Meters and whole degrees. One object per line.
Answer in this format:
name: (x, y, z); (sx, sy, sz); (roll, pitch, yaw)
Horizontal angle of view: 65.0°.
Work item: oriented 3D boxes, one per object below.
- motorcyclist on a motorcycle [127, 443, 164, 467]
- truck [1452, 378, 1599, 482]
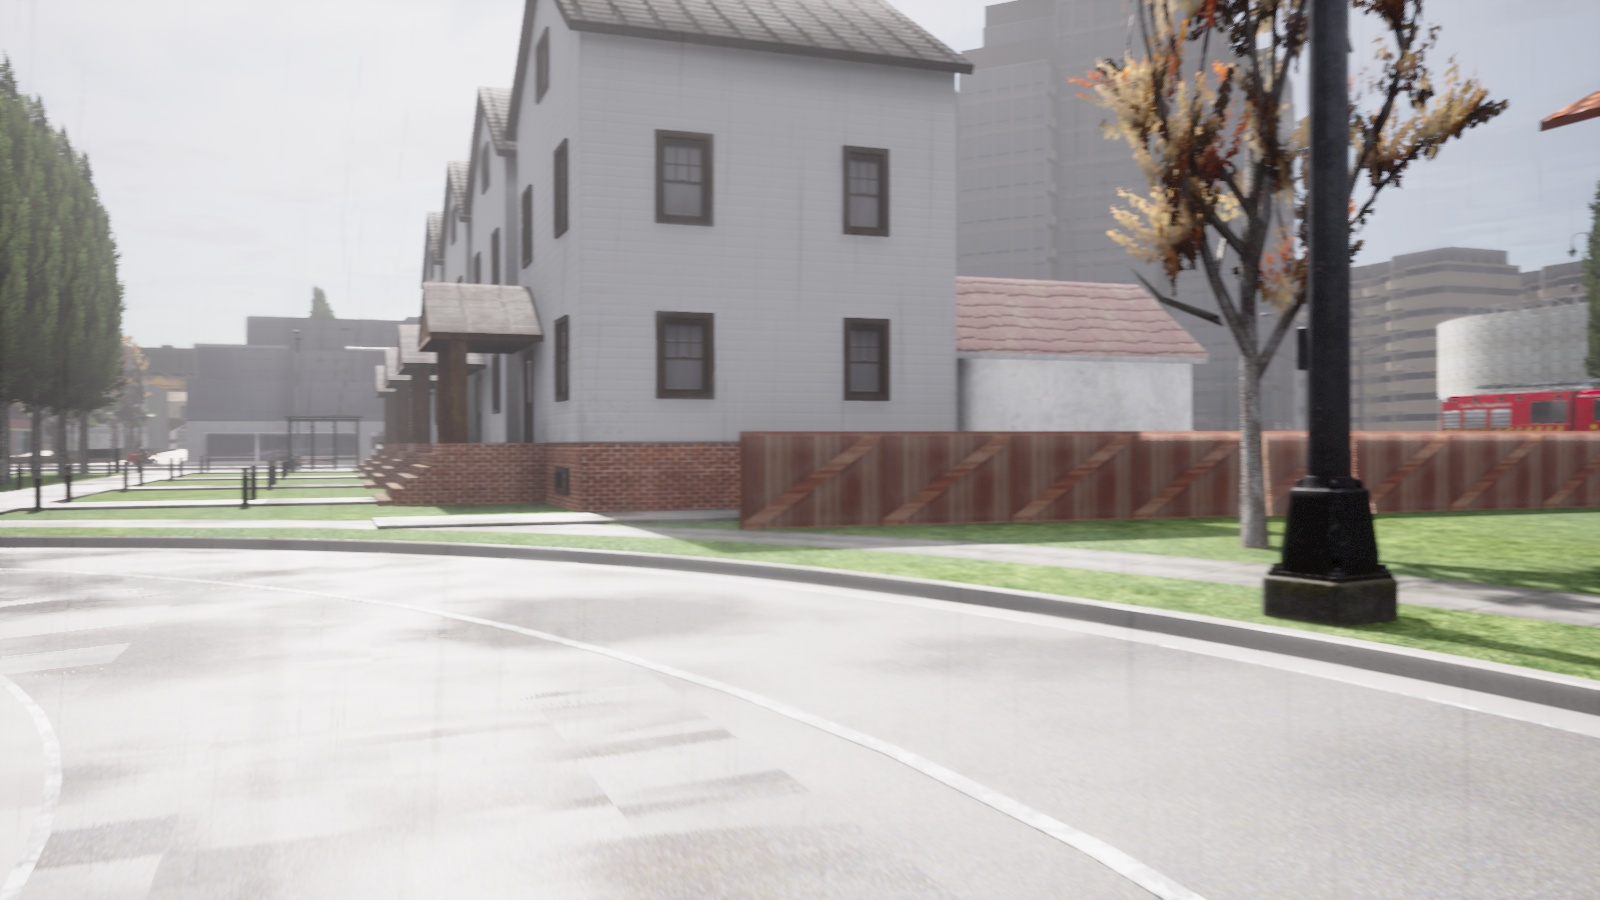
motorcyclist on a motorcycle: (-42.330, 0.332, 81.199); (2.044, 1.523, 0.797); (0, 0, -21)
truck: (29.876, -0.741, 48.720); (2.891, 3.827, 8.468); (0, 0, -19)
